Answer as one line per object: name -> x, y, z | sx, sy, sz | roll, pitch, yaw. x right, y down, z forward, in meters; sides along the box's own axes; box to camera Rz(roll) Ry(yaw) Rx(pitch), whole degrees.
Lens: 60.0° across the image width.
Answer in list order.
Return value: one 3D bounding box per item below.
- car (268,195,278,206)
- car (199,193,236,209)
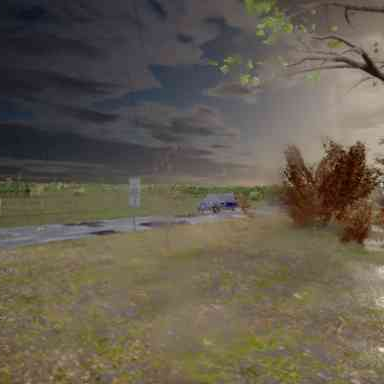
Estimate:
car -> 13.379, 1.330, 50.308 | 2.150, 2.045, 5.566 | 1, 0, 35
car -> 2.661, 1.173, 35.388 | 2.150, 2.045, 5.566 | 1, 0, 35
